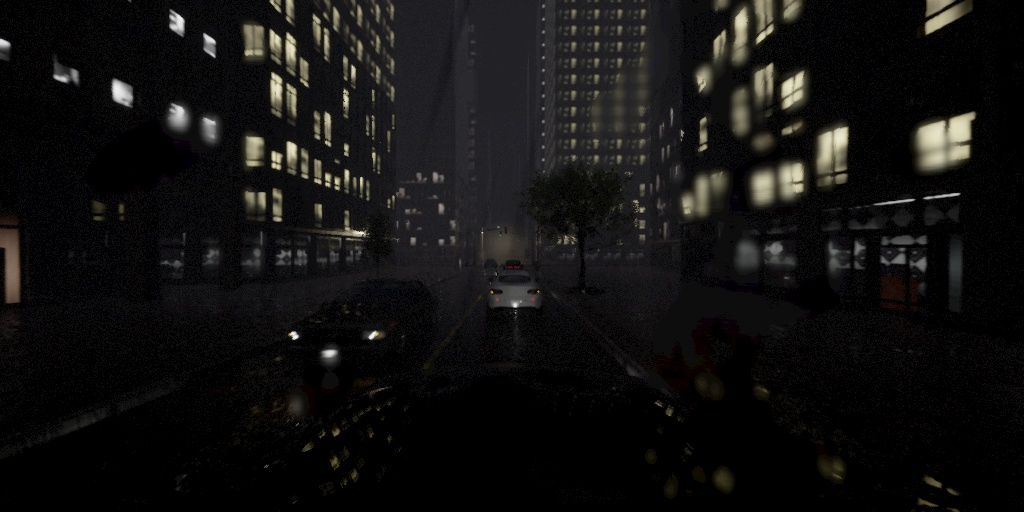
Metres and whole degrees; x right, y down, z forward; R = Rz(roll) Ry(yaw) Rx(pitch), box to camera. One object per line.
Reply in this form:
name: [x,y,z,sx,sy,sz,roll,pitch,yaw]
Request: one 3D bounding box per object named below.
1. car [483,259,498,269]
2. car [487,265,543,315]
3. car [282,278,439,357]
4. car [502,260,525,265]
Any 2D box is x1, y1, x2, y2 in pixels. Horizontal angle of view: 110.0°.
car: [-3.002,1.085,51.167,1.812,1.442,4.674,0,0,0]
car: [0.089,1.225,13.150,1.812,1.442,4.674,0,0,0]
car: [-3.101,1.265,8.760,2.033,1.411,5.357,0,0,0]
car: [0.100,1.124,32.973,1.837,1.490,4.892,0,0,0]
